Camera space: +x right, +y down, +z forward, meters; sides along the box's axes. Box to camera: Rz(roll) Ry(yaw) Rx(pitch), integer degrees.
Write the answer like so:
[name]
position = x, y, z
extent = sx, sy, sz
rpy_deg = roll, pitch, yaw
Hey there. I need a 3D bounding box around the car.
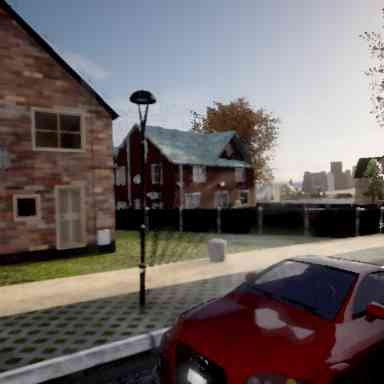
[car]
position = 1.671, 1.572, 4.244
extent = 4.181, 1.385, 1.994
rpy_deg = 0, 0, -35
